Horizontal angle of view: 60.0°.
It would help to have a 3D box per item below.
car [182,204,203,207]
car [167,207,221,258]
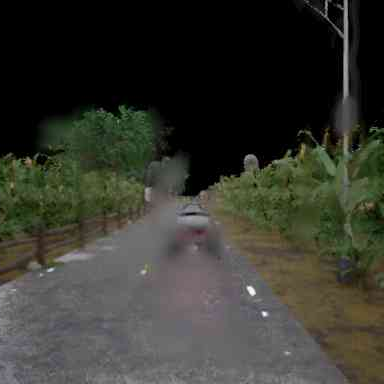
[{"bbox_3d":[0.062,1.671,28.228,1.994,1.385,4.181,0,0,0],"label":"car"},{"bbox_3d":[0.066,1.553,12.923,1.837,1.490,4.892,0,0,0],"label":"car"}]
